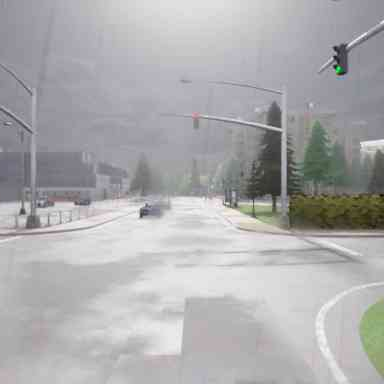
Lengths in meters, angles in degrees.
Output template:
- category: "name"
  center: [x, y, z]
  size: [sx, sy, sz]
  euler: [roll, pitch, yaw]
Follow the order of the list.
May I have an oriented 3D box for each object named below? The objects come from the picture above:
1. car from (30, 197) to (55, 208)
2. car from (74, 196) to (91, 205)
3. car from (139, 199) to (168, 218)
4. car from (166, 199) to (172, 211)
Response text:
- category: "car"
  center: [-20.481, 1.384, 45.651]
  size: [1.970, 1.475, 3.806]
  euler: [0, 0, 0]
- category: "car"
  center: [-17.424, 1.373, 53.040]
  size: [1.845, 1.501, 3.633]
  euler: [0, 0, 0]
- category: "car"
  center: [-3.581, 1.600, 30.276]
  size: [1.895, 1.301, 4.718]
  euler: [0, 0, 0]
- category: "car"
  center: [-3.562, 1.563, 41.285]
  size: [1.994, 1.385, 4.181]
  euler: [0, 0, 0]
